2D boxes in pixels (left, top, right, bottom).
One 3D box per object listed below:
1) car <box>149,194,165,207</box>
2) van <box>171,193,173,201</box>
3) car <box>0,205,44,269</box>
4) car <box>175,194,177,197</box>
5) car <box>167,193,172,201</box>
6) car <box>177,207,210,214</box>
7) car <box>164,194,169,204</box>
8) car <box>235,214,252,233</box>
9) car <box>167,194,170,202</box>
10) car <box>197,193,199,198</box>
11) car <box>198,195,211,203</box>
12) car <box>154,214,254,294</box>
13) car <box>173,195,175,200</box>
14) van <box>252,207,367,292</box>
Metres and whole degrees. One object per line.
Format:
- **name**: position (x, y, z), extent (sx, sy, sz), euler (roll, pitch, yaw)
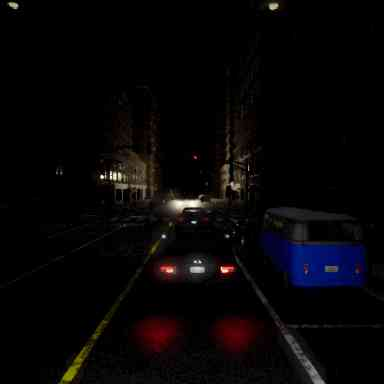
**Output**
- **car**: position (-5.680, 1.493, 52.131), extent (1.752, 1.417, 4.829), euler (0, 0, 0)
- **van**: position (-5.685, 1.305, 74.104), extent (1.690, 1.788, 3.998), euler (0, 0, 0)
- **car**: position (-5.671, 1.313, 8.612), extent (2.192, 1.841, 5.009), euler (0, 0, 0)
- **car**: position (-5.687, 1.282, 85.005), extent (2.192, 1.841, 5.009), euler (0, 0, 0)
- **car**: position (-5.683, 1.509, 68.653), extent (1.887, 1.381, 4.507), euler (0, 0, 0)
- **car**: position (0.097, 1.557, 19.243), extent (1.994, 1.385, 4.181), euler (0, 0, 0)
- **car**: position (-5.681, 1.517, 57.751), extent (2.008, 1.369, 4.403), euler (0, 0, 0)
- **car**: position (2.853, 1.562, 14.314), extent (1.947, 1.339, 4.313), euler (0, 0, 0)
- **car**: position (-5.682, 1.509, 63.202), extent (1.887, 1.381, 4.507), euler (0, 0, 0)
- **car**: position (2.840, 1.516, 79.588), extent (2.008, 1.369, 4.403), euler (0, 0, 0)
- **car**: position (2.841, 1.404, 68.690), extent (1.967, 1.590, 4.097), euler (0, 0, 0)
- **car**: position (0.099, 1.546, 8.923), extent (2.033, 1.411, 5.357), euler (0, 0, 0)
- **car**: position (-5.685, 1.516, 79.554), extent (2.008, 1.369, 4.403), euler (0, 0, 0)
- **van**: position (2.853, 1.339, 8.653), extent (1.690, 1.788, 3.998), euler (0, 0, 0)
